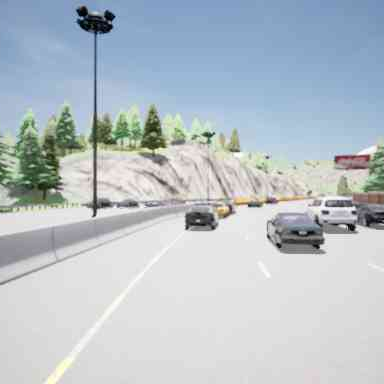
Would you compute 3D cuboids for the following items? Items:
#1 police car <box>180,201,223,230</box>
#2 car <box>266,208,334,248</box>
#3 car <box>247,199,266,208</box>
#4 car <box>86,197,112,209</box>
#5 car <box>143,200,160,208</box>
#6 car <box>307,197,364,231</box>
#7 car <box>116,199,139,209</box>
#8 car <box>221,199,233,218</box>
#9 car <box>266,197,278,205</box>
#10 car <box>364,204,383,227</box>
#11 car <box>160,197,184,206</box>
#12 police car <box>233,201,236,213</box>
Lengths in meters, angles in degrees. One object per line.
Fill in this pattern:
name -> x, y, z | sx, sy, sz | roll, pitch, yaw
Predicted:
police car -> 0.762, 1.543, 22.515 | 1.930, 1.638, 5.238 | 0, 0, 9
car -> 4.547, 1.636, 15.272 | 2.033, 1.411, 5.357 | 0, 0, 6
car -> 10.444, 1.868, 54.827 | 1.994, 1.385, 4.181 | 0, 0, 21
car -> -13.640, 1.574, 48.976 | 2.097, 1.767, 4.553 | 0, 0, 17
car -> -5.675, 1.852, 51.116 | 1.895, 1.301, 4.718 | 0, 0, 18
car -> 8.959, 1.353, 21.772 | 2.150, 2.045, 5.566 | 0, 0, 9
car -> -9.656, 1.763, 50.109 | 1.812, 1.442, 4.674 | 0, 0, 18
car -> 2.566, 1.627, 32.164 | 1.801, 1.575, 5.366 | 0, 0, 12
car -> 16.390, 1.835, 68.172 | 1.837, 1.490, 4.892 | 0, 0, 27
car -> 12.877, 1.655, 23.835 | 1.837, 1.490, 4.892 | 0, 0, 10
car -> -2.556, 1.600, 49.333 | 2.097, 1.767, 4.553 | 0, 0, 18
police car -> 3.907, 1.628, 37.768 | 1.930, 1.638, 5.238 | 0, 0, 14
